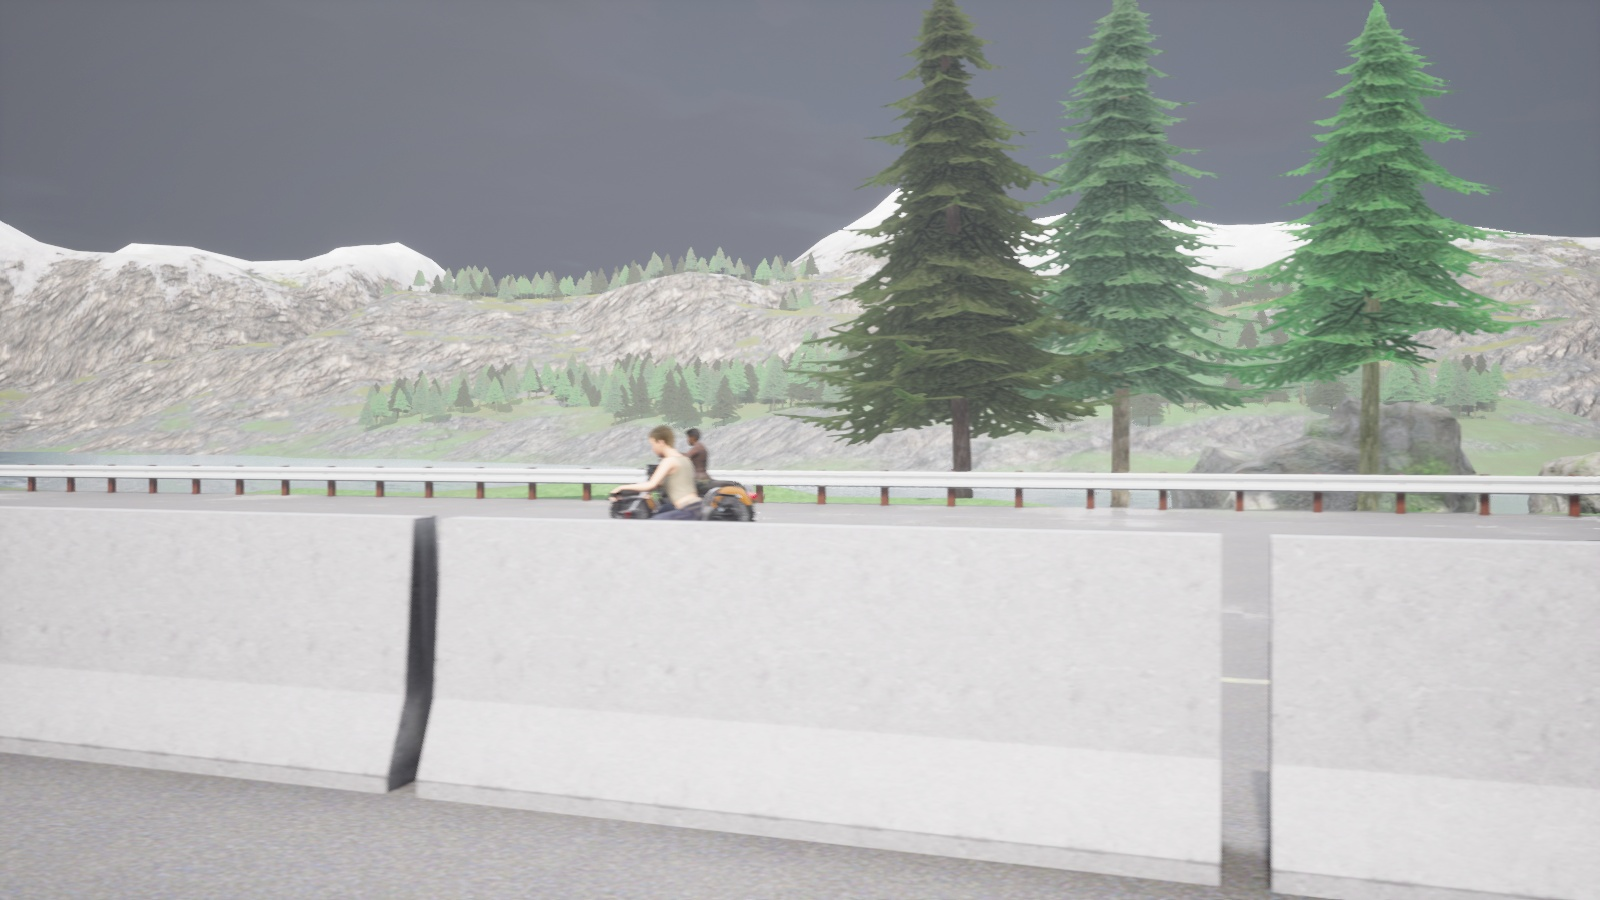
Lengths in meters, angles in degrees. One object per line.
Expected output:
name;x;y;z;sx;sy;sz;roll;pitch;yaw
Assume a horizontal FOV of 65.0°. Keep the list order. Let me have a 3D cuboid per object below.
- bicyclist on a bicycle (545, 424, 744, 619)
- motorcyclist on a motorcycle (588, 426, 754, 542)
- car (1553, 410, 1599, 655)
bicyclist on a bicycle;-1.355;0.581;11.029;1.509;1.612;0.866;1;1;19
motorcyclist on a motorcycle;-1.912;0.471;18.609;2.350;1.649;0.766;0;1;19
car;7.699;0.570;7.987;4.611;1.667;2.242;0;1;19
